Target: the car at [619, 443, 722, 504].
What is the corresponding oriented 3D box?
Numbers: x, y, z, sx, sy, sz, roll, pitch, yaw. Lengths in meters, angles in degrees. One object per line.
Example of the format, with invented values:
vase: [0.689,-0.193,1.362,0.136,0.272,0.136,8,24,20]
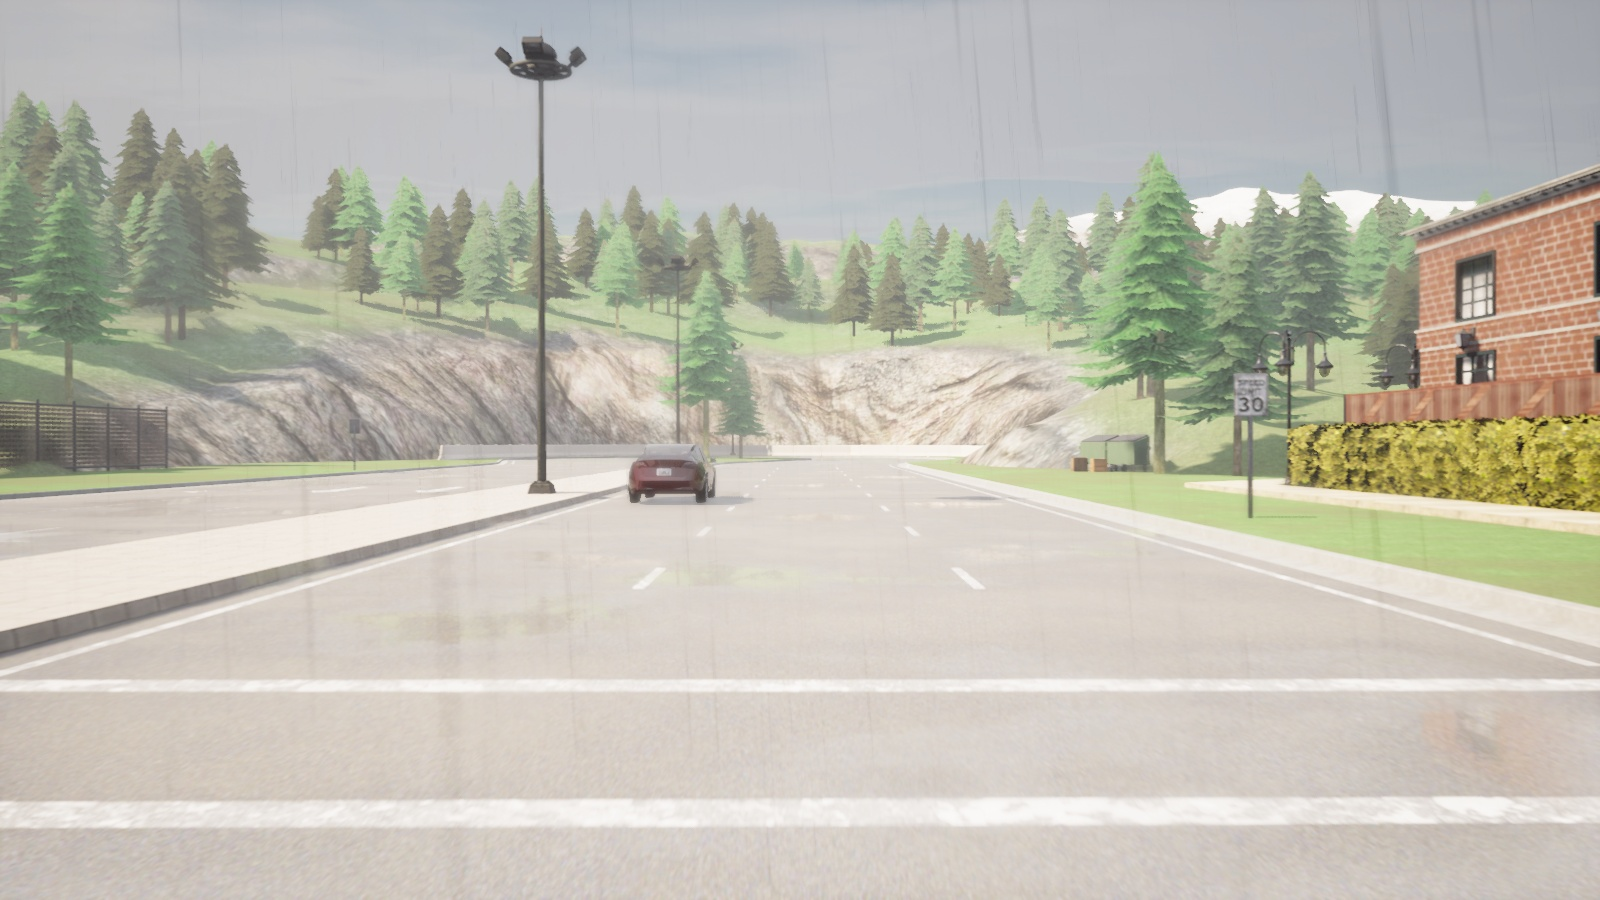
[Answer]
car: [-3.298,0.558,32.908,2.163,1.488,4.792,0,0,0]
